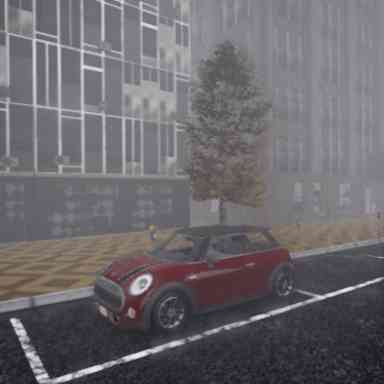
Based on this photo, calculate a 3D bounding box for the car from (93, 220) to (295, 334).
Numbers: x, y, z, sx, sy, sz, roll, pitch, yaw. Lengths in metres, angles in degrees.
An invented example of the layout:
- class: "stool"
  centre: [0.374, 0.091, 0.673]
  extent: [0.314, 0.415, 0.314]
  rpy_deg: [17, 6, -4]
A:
- class: "car"
  centre: [0.153, 1.439, 6.680]
  extent: [4.097, 1.590, 1.967]
  rpy_deg: [0, -1, -35]
